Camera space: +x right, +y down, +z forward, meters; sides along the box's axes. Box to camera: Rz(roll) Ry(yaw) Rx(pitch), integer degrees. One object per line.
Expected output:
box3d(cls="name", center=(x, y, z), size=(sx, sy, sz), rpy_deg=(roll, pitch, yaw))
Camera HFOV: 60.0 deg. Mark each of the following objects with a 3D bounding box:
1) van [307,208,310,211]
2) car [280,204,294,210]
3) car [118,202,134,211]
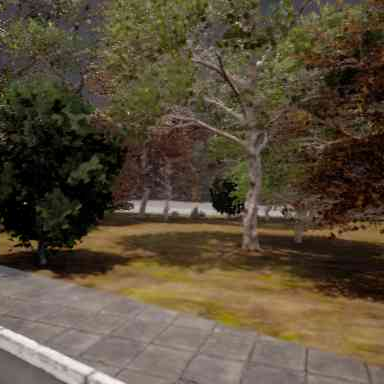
box3d(cls="van", center=(28.268, 3.952, 85.551), size=(4.442, 1.987, 1.878), rpy_deg=(3, 0, -41))
box3d(cls="car", center=(24.128, 3.700, 82.004), size=(5.566, 2.045, 2.435), rpy_deg=(3, 0, -41))
box3d(cls="car", center=(-8.840, 1.255, 38.110), size=(4.553, 1.767, 2.097), rpy_deg=(6, -2, -43))
